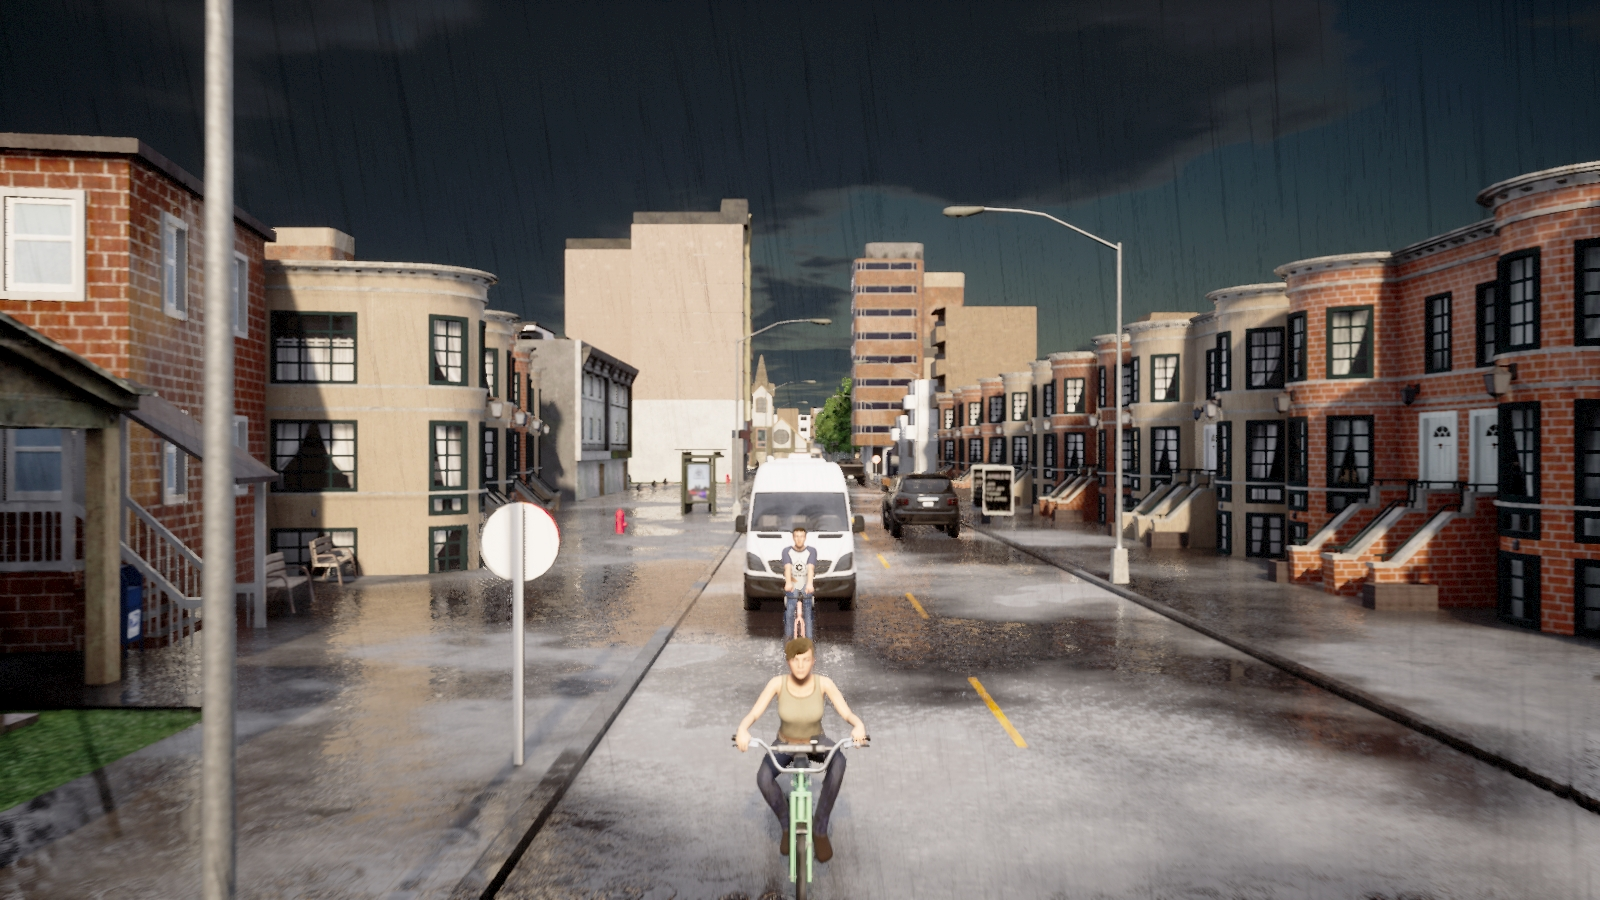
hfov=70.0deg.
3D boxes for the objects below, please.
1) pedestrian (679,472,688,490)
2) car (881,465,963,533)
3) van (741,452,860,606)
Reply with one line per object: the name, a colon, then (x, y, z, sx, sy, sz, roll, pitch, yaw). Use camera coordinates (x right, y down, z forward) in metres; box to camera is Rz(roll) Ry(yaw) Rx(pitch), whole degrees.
pedestrian: (-7.104, 1.908, 69.735, 0.500, 1.100, 0.500, 0, 0, -2)
car: (4.000, 1.559, 38.296, 2.150, 2.045, 5.566, 0, 0, 0)
van: (0.004, 1.314, 21.962, 1.988, 2.561, 5.915, 0, 0, 0)
